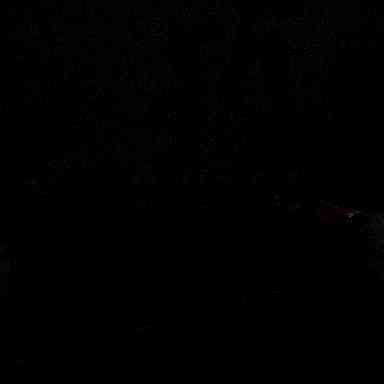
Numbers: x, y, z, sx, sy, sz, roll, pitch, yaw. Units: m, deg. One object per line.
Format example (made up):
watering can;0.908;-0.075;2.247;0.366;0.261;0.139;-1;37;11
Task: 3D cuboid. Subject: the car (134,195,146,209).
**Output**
car;-4.946;1.170;39.202;2.097;1.767;4.553;-1;0;-39

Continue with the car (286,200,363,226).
car;8.696;1.334;22.184;1.882;1.535;5.008;-1;1;-39
